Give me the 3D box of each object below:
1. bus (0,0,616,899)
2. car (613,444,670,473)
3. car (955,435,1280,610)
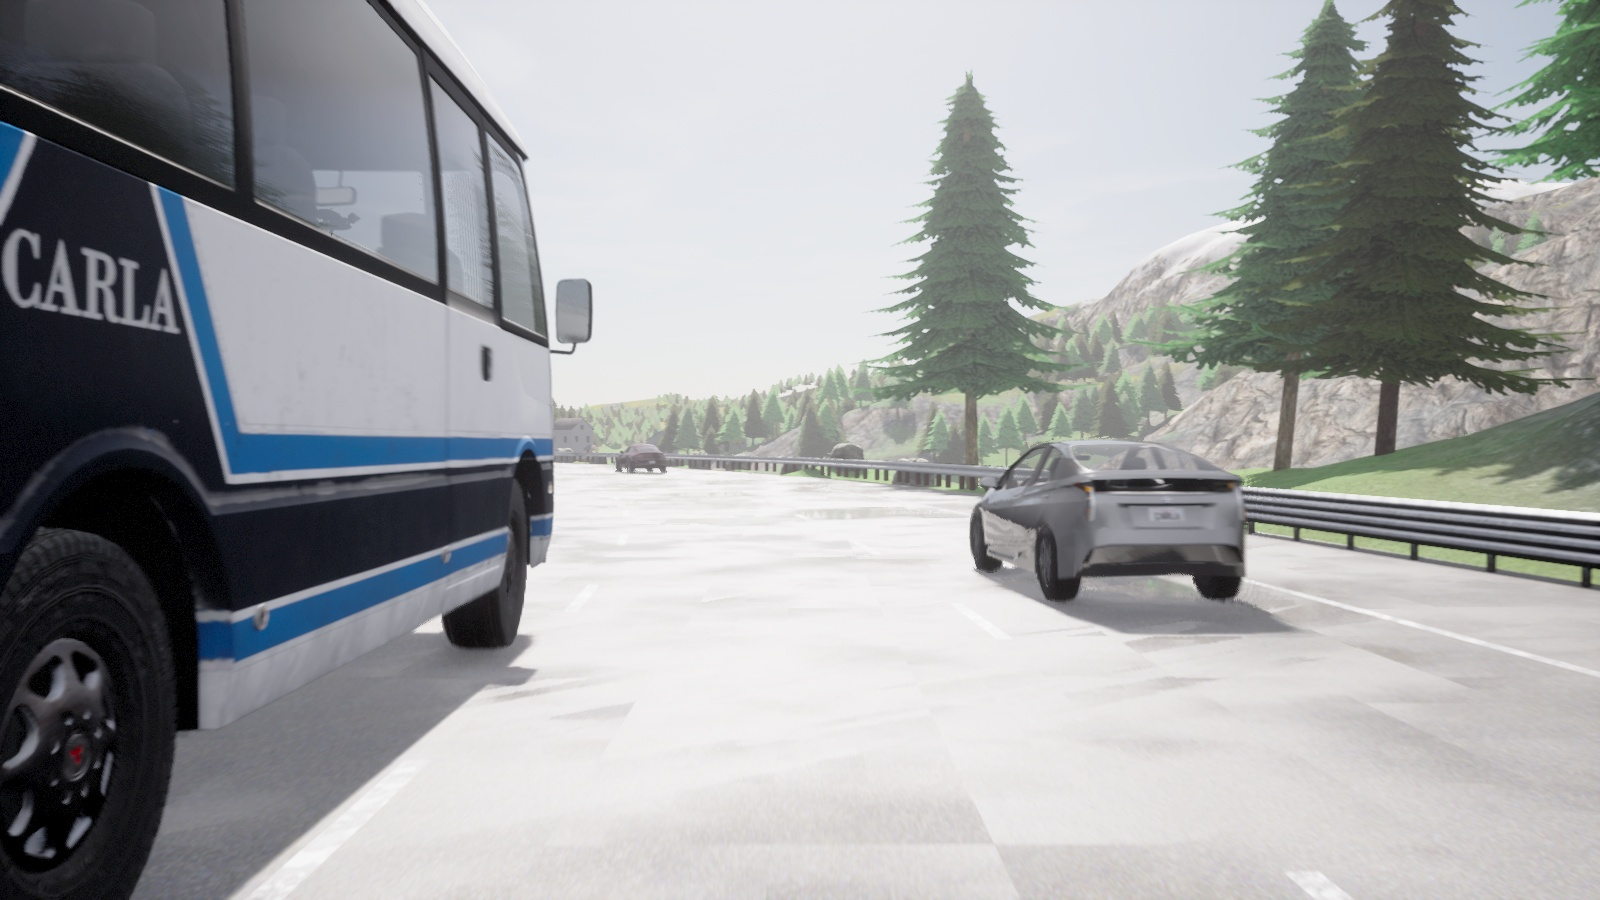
[{"bbox_3d":[-3.548,-0.667,6.158,3.944,4.253,10.273,1,0,-1],"label":"bus"},{"bbox_3d":[-8.078,0.409,63.626,1.812,1.442,4.674,0,0,-21],"label":"car"},{"bbox_3d":[3.071,0.620,13.262,2.007,1.525,4.514,0,0,-4],"label":"car"}]
